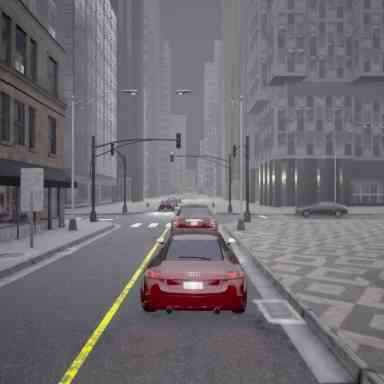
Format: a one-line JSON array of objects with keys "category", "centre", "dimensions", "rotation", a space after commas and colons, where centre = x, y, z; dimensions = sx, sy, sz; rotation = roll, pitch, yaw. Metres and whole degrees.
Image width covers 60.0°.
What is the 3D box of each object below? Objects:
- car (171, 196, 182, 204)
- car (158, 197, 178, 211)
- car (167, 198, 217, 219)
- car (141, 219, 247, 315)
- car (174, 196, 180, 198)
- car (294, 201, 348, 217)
[{"category": "car", "centre": [-3.044, 1.577, 65.519], "dimensions": [1.812, 1.442, 4.674], "rotation": [0, 0, 1]}, {"category": "car", "centre": [-3.098, 1.624, 41.313], "dimensions": [1.895, 1.301, 4.718], "rotation": [0, 0, 0]}, {"category": "car", "centre": [0.150, 1.356, 16.307], "dimensions": [2.097, 1.767, 4.553], "rotation": [0, 0, 2]}, {"category": "car", "centre": [0.083, 1.565, 7.686], "dimensions": [1.994, 1.385, 4.181], "rotation": [0, 0, 2]}, {"category": "car", "centre": [-3.095, 1.582, 51.834], "dimensions": [2.033, 1.411, 5.357], "rotation": [0, 0, 0]}, {"category": "car", "centre": [11.740, 1.544, 30.358], "dimensions": [4.674, 1.442, 1.812], "rotation": [0, 0, 1]}]
